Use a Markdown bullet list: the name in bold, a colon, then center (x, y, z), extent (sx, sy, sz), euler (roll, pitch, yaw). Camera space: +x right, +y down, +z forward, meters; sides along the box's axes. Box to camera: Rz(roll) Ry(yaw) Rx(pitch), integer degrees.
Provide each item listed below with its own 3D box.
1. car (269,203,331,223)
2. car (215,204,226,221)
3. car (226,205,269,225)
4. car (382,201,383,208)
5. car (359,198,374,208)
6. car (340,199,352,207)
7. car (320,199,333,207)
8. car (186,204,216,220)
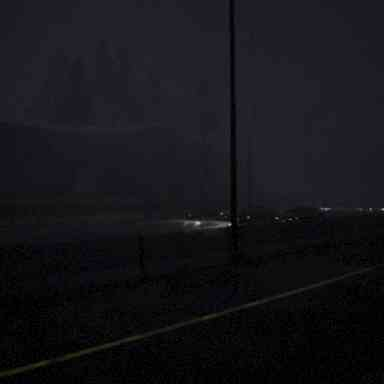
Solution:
- **car**: center (7.985, 1.770, 24.309), extent (4.892, 1.490, 1.837), euler (0, -1, -44)
- **car**: center (4.605, 1.903, 30.739), extent (4.674, 1.442, 1.812), euler (0, -1, -44)
- **car**: center (5.123, 1.841, 26.408), extent (4.674, 1.442, 1.812), euler (0, -1, -43)
- **car**: center (33.887, 1.961, 57.041), extent (1.837, 1.490, 4.892), euler (-1, 0, 31)
- **car**: center (30.769, 1.871, 58.662), extent (2.097, 1.767, 4.553), euler (-1, -1, 31)
- **car**: center (29.298, 2.076, 63.215), extent (2.033, 1.411, 5.357), euler (-1, -1, 29)
- **car**: center (26.179, 2.112, 64.804), extent (2.128, 1.511, 4.902), euler (-1, -1, 29)
- **car**: center (1.553, 1.932, 32.677), extent (4.892, 1.490, 1.837), euler (0, -1, -44)
